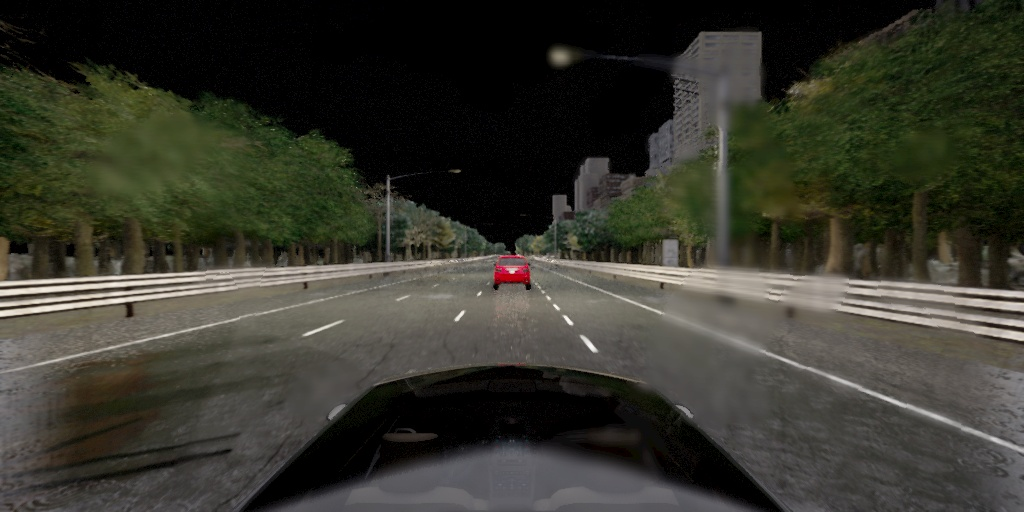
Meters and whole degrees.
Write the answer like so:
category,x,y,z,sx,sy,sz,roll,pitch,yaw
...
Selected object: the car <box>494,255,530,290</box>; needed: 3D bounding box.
category,x,y,z,sx,sy,sz,roll,pitch,yaw
car,0.013,1.006,23.168,2.150,2.045,5.566,0,0,0
